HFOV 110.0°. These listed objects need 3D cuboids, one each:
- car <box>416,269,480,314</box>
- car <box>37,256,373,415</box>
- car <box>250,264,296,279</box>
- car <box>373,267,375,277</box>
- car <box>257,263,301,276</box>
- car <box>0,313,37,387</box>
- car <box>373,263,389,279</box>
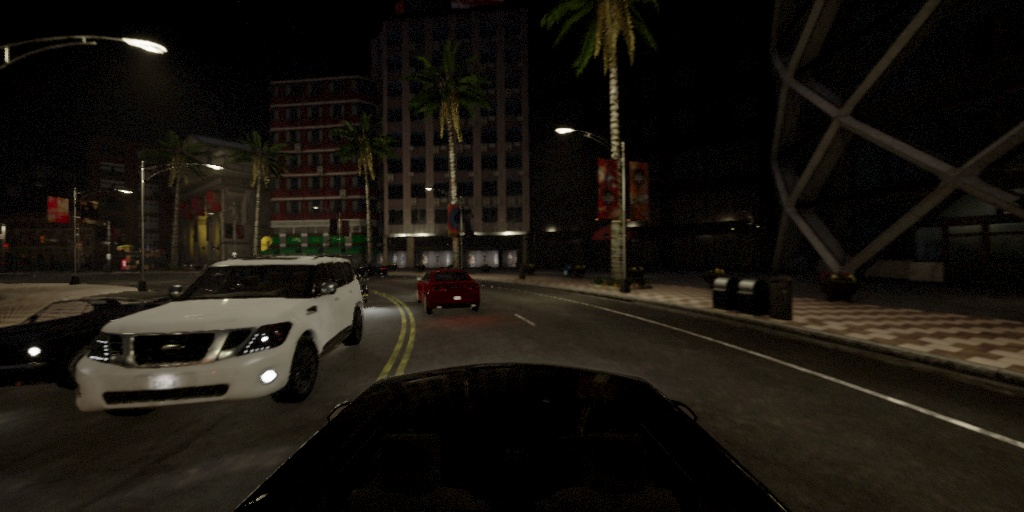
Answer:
[{"bbox_3d":[-2.666,1.254,14.250,1.882,1.535,5.008,0,0,-20],"label":"car"},{"bbox_3d":[-4.291,1.014,6.587,2.150,2.045,5.566,-1,0,-11],"label":"car"},{"bbox_3d":[-24.122,1.553,36.174,4.181,1.385,1.994,-1,0,26],"label":"car"},{"bbox_3d":[-7.785,1.332,16.419,1.837,1.490,4.892,-1,0,-30],"label":"car"},{"bbox_3d":[-26.635,1.540,40.981,4.674,1.442,1.812,-1,0,22],"label":"car"},{"bbox_3d":[-7.889,1.429,6.940,1.895,1.301,4.718,-1,0,-13],"label":"car"},{"bbox_3d":[-13.570,1.377,33.664,4.902,1.511,2.128,-1,0,39],"label":"car"}]
